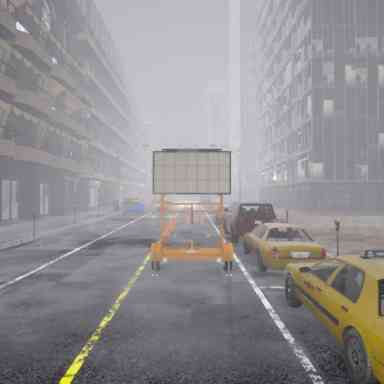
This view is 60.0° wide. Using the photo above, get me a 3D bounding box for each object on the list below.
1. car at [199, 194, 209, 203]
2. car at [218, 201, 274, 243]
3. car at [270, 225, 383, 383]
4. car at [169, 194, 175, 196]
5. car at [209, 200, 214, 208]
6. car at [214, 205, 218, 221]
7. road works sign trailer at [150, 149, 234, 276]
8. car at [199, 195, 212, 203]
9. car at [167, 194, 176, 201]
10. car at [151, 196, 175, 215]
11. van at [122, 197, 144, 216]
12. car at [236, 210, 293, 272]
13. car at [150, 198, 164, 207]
[{"bbox_3d":[2.698,1.473,76.714,2.192,1.841,5.009,1,0,0],"label":"car"},{"bbox_3d":[2.705,1.326,15.961,2.192,1.841,5.009,1,0,0],"label":"car"},{"bbox_3d":[2.702,1.528,5.086,1.752,1.417,4.829,1,0,0],"label":"car"},{"bbox_3d":[-5.685,1.725,82.235,1.887,1.381,4.507,1,0,0],"label":"car"},{"bbox_3d":[2.700,1.568,27.008,1.887,1.381,4.507,1,0,0],"label":"car"},{"bbox_3d":[2.700,1.583,21.484,1.947,1.339,4.313,1,0,0],"label":"car"},{"bbox_3d":[-0.001,0.471,10.314,2.380,3.560,2.880,0,0,0],"label":"road works sign trailer"},{"bbox_3d":[2.696,1.667,60.144,1.947,1.339,4.313,1,0,0],"label":"car"},{"bbox_3d":[-5.684,1.545,93.282,2.192,1.841,5.009,1,0,0],"label":"car"},{"bbox_3d":[-3.003,1.514,34.923,1.882,1.535,5.008,0,0,0],"label":"car"},{"bbox_3d":[-5.677,1.374,32.531,1.690,1.788,3.998,1,0,0],"label":"van"},{"bbox_3d":[2.702,1.532,10.609,1.752,1.417,4.829,1,0,0],"label":"car"},{"bbox_3d":[-5.683,1.666,54.621,1.802,1.307,4.206,1,0,0],"label":"car"}]
